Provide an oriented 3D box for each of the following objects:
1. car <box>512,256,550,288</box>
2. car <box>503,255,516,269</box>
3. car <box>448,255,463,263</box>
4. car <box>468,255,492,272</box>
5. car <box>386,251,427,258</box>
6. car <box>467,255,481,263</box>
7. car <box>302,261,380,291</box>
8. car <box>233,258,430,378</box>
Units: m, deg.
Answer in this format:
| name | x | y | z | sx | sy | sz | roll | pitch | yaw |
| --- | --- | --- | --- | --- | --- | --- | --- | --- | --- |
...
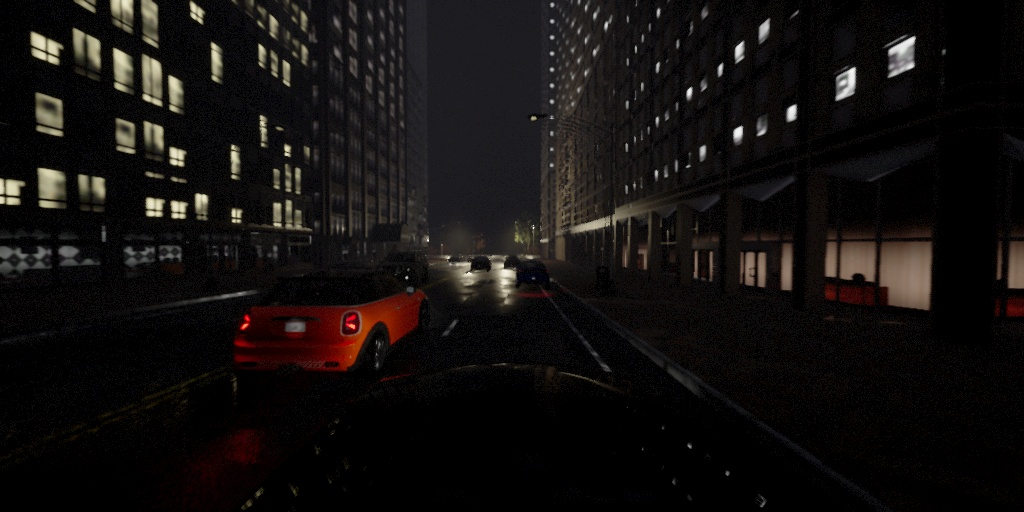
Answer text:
| name | x | y | z | sx | sy | sz | roll | pitch | yaw |
| --- | --- | --- | --- | --- | --- | --- | --- | --- | --- |
| car | 1.134 | 0.984 | 21.338 | 1.882 | 1.535 | 5.008 | 0 | 1 | 0 |
| car | 0.008 | 0.742 | 41.334 | 2.128 | 1.511 | 4.902 | 0 | 1 | 0 |
| car | -9.776 | 0.521 | 62.547 | 2.033 | 1.411 | 5.357 | 0 | 1 | 0 |
| car | -3.156 | 0.783 | 37.137 | 1.882 | 1.535 | 5.008 | 0 | 1 | 0 |
| car | -6.600 | 0.722 | 21.993 | 2.150 | 2.045 | 5.566 | 0 | 0 | 0 |
| car | -6.534 | 0.532 | 62.588 | 1.994 | 1.385 | 4.181 | 0 | 1 | 1 |
| car | -9.850 | 1.054 | 21.263 | 2.033 | 1.411 | 5.357 | 0 | 1 | 0 |
| car | -3.155 | 1.032 | 7.353 | 2.097 | 1.767 | 4.553 | 0 | 1 | 0 |
